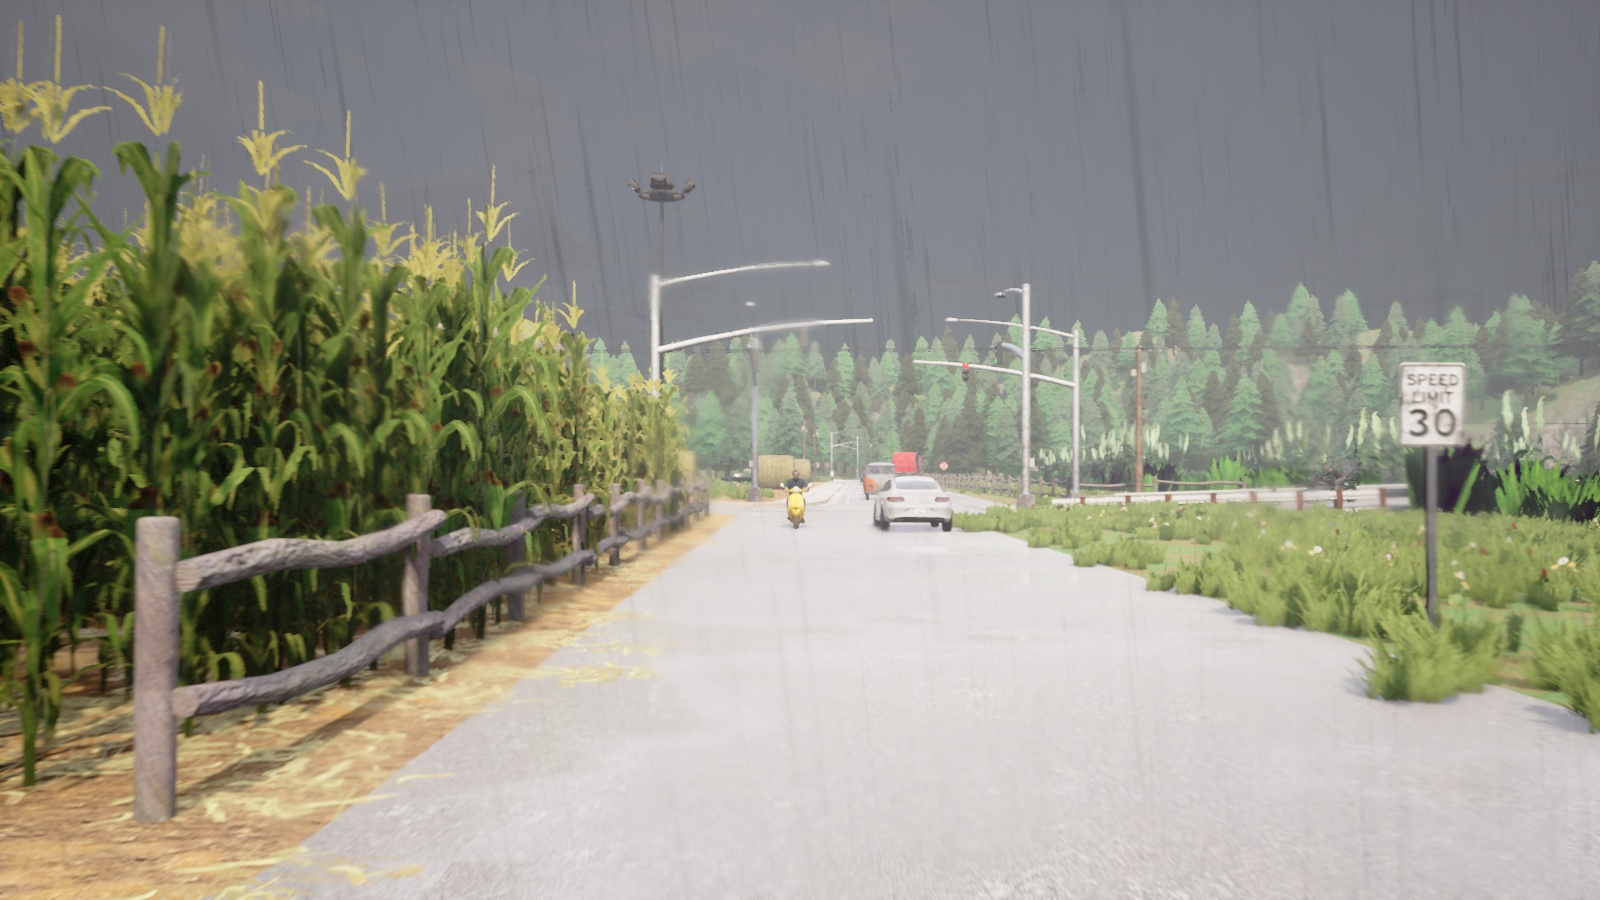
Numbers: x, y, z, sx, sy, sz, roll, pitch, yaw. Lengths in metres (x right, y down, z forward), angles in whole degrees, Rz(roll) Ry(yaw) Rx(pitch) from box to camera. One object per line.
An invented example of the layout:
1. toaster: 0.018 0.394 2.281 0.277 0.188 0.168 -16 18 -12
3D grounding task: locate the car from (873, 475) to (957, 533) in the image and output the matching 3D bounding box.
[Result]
1. car: 3.017 1.396 33.895 1.812 1.442 4.674 0 -1 0

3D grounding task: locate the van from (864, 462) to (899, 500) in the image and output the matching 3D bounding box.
1. van: 4.356 1.644 67.452 1.775 1.987 4.442 0 -1 3

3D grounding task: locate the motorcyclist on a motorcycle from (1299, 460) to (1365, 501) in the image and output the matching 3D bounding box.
1. motorcyclist on a motorcycle: 21.398 1.239 50.546 2.191 1.530 0.866 -3 -1 5

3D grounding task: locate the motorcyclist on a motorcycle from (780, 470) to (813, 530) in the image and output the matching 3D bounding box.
1. motorcyclist on a motorcycle: -0.098 1.339 34.078 0.866 1.590 1.817 0 -1 0
